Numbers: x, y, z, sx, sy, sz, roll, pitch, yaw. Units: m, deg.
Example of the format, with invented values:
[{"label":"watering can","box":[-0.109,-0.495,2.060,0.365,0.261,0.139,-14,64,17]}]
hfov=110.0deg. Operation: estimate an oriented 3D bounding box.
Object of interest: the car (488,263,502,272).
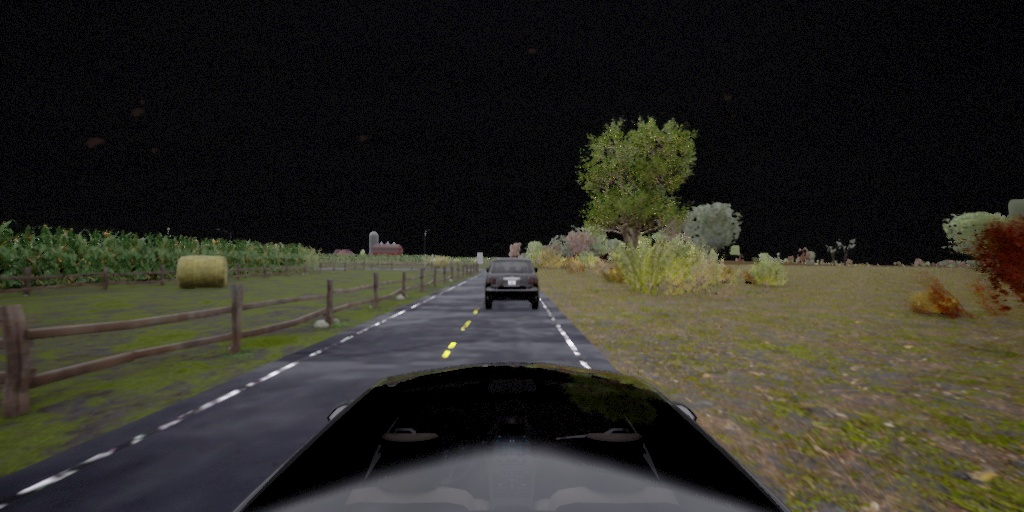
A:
[{"label":"car","box":[-2.768,1.915,59.216,1.994,1.385,4.181,0,-1,0]}]

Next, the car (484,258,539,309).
[{"label":"car","box":[-0.002,1.102,15.885,2.150,2.045,5.566,0,0,0]}]
